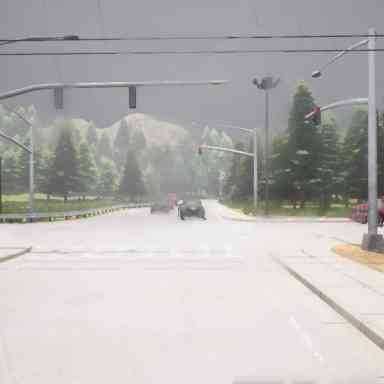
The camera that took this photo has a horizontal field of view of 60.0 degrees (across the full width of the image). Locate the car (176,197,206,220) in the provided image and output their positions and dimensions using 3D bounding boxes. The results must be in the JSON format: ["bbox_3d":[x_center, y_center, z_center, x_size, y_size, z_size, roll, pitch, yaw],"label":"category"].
[{"bbox_3d":[-0.027,1.430,29.251,2.097,1.767,4.553,0,0,-4],"label":"car"}]

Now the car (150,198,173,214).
[{"bbox_3d":[-3.551,1.717,37.606,1.895,1.301,4.718,0,0,0],"label":"car"}]

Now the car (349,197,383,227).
[{"bbox_3d":[13.472,1.237,22.089,5.566,2.045,2.150,0,0,1],"label":"car"}]

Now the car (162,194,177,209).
[{"bbox_3d":[-3.528,1.486,44.729,2.097,1.767,4.553,0,0,0],"label":"car"}]

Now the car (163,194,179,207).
[{"bbox_3d":[-3.444,1.381,55.416,2.150,2.045,5.566,0,0,1],"label":"car"}]
